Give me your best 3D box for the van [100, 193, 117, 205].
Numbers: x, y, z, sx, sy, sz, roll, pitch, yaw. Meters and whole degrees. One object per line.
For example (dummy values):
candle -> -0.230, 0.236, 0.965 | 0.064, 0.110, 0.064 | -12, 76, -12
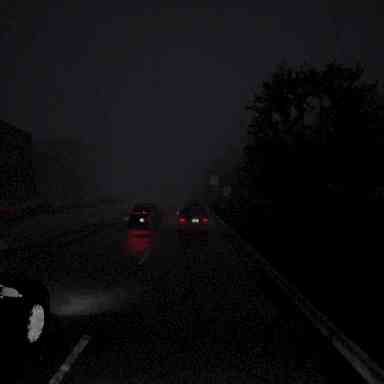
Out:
van -> -15.560, 1.247, 60.403 | 1.878, 1.987, 4.442 | 0, 0, 0

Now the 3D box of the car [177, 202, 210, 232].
car -> 0.091, 1.552, 19.985 | 2.033, 1.411, 5.357 | 0, 0, 0

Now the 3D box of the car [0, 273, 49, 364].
car -> -3.150, 1.506, 3.319 | 1.837, 1.490, 4.892 | 0, 0, 0

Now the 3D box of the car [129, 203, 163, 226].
car -> -3.153, 1.510, 23.350 | 1.837, 1.490, 4.892 | 0, 0, 0

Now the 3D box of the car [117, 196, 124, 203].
car -> -15.576, 1.505, 66.014 | 2.163, 1.488, 4.792 | 0, 0, 0

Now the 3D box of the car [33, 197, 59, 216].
car -> -15.489, 1.462, 32.774 | 2.231, 1.521, 4.892 | 0, 0, 0

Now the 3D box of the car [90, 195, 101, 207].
car -> -15.532, 1.508, 49.471 | 2.002, 1.452, 4.674 | 0, 0, 0

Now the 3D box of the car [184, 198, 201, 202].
car -> 0.094, 1.501, 41.232 | 2.128, 1.511, 4.902 | 0, 0, 0

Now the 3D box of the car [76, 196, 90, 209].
car -> -15.517, 1.340, 43.850 | 2.185, 1.767, 4.553 | 0, 0, 0

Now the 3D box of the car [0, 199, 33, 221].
car -> -15.475, 1.458, 27.248 | 2.097, 1.535, 5.008 | 0, 0, 0

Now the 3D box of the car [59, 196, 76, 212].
car -> -15.503, 1.337, 38.324 | 2.185, 1.767, 4.553 | 0, 0, 0
